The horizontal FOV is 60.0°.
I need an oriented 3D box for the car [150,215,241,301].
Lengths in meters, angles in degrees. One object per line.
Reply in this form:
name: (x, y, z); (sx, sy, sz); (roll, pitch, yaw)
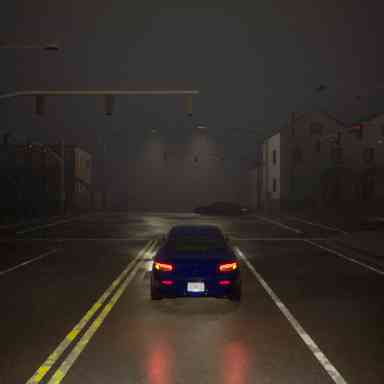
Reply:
car: (0.087, 1.526, 8.219); (1.812, 1.442, 4.674); (0, 0, 0)

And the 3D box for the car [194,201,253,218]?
car: (2.793, 1.533, 30.154); (5.357, 1.411, 2.033); (0, 0, 35)
